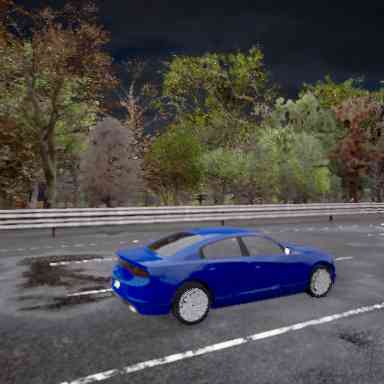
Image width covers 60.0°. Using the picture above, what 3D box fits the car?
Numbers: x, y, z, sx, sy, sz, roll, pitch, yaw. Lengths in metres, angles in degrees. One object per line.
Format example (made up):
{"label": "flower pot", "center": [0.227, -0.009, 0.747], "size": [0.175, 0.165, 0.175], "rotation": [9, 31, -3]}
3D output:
{"label": "car", "center": [0.858, 1.483, 7.057], "size": [5.008, 1.535, 1.882], "rotation": [0, 0, -28]}
